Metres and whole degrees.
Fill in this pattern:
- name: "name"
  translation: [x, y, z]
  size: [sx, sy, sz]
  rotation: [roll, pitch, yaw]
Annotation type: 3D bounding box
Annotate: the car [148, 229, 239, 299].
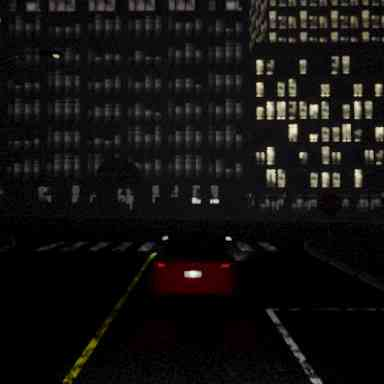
- name: "car"
  translation: [0.116, 1.652, 8.712]
  size: [1.994, 1.385, 4.181]
  rotation: [0, -1, 3]
